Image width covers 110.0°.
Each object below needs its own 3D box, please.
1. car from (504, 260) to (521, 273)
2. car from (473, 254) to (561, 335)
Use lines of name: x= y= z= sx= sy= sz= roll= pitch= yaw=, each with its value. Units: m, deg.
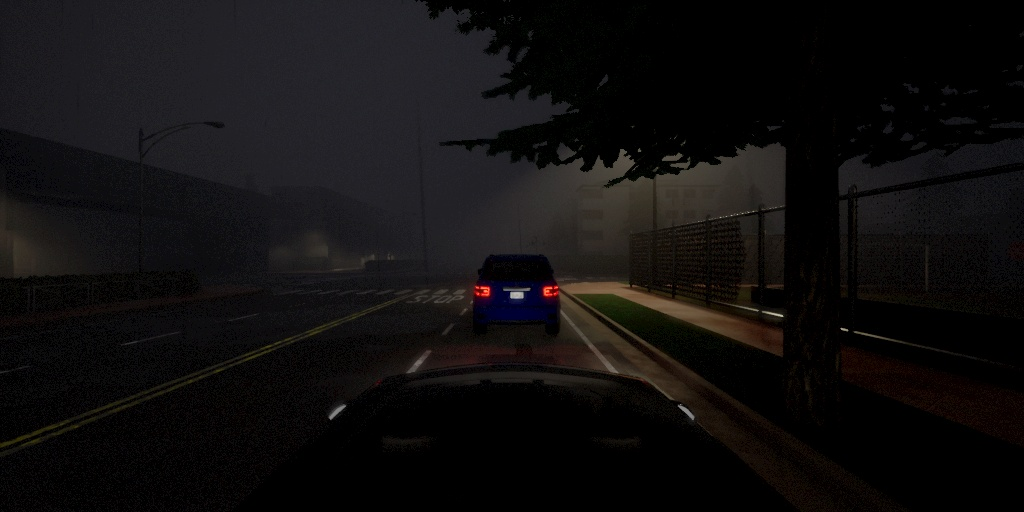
car: x=0.025 y=1.241 z=45.576 sx=2.128 sy=1.511 sz=4.902 roll=0 pitch=0 yaw=0
car: x=0.115 y=0.972 z=10.701 sx=2.150 sy=2.045 sz=5.566 roll=0 pitch=0 yaw=0
